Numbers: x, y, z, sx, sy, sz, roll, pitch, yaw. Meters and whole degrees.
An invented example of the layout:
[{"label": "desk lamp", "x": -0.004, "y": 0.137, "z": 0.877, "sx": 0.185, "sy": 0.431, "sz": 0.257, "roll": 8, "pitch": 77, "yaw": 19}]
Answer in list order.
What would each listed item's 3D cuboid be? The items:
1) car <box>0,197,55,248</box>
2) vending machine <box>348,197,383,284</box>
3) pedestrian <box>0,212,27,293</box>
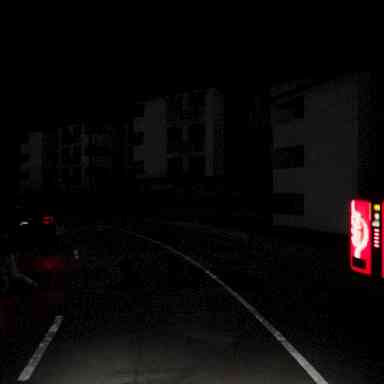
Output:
[{"label": "car", "x": -7.310, "y": 1.223, "z": 14.535, "sx": 2.150, "sy": 2.045, "sz": 5.566, "roll": 0, "pitch": 0, "yaw": -27}, {"label": "vending machine", "x": 4.858, "y": 1.195, "z": 8.705, "sx": 1.100, "sy": 2.100, "sz": 0.880, "roll": 0, "pitch": 0, "yaw": -13}, {"label": "pedestrian", "x": -3.938, "y": 1.294, "z": 7.327, "sx": 0.375, "sy": 1.860, "sz": 0.375, "roll": 0, "pitch": 0, "yaw": -14}]
